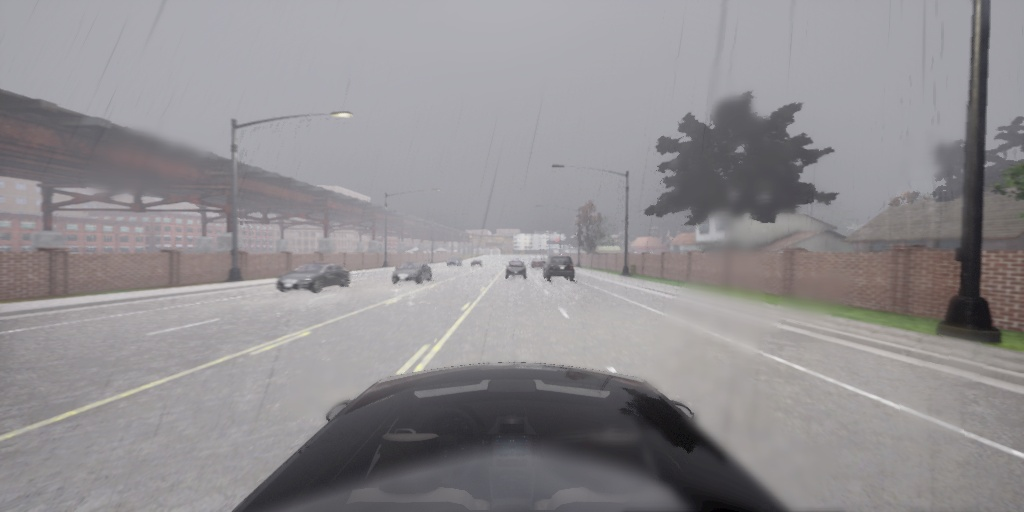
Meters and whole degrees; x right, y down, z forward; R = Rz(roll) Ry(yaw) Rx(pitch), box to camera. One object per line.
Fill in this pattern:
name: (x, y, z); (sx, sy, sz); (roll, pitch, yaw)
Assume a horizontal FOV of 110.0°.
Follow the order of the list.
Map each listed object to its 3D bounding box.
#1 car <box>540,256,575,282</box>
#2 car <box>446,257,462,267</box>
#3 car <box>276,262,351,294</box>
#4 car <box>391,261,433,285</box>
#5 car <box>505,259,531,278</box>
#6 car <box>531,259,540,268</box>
car: (3.832, 0.991, 29.868); (2.150, 2.045, 5.566); (1, 0, 1)
car: (-9.988, 0.953, 62.179); (2.097, 1.767, 4.553); (1, 0, 1)
car: (-10.459, 1.107, 19.275); (2.128, 1.511, 4.902); (1, 0, 1)
car: (-6.900, 1.142, 25.165); (2.128, 1.511, 4.902); (1, 0, 1)
car: (0.363, 1.219, 33.526); (2.128, 1.511, 4.902); (1, 0, 1)
car: (4.105, 1.223, 59.691); (1.882, 1.535, 5.008); (1, 0, 1)
